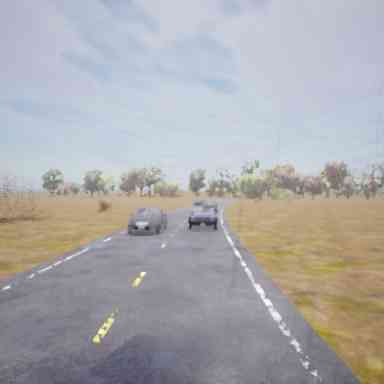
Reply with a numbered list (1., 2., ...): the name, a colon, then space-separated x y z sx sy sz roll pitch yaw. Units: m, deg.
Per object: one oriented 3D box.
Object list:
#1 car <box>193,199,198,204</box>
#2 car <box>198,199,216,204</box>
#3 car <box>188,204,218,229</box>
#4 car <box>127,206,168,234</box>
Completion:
1. car: 1.388 1.935 60.421 1.994 1.385 4.181 0 0 9
2. car: 2.263 1.808 41.686 2.033 1.411 5.357 0 0 6
3. car: 0.799 1.745 22.935 1.895 1.301 4.718 0 0 3
4. car: -2.548 1.613 20.031 2.128 1.511 4.902 0 0 3
